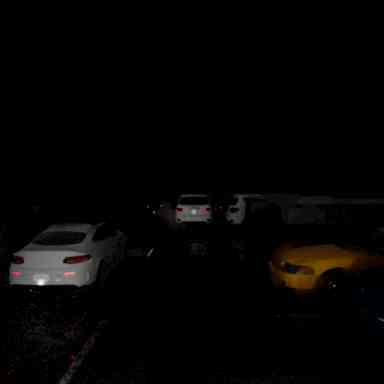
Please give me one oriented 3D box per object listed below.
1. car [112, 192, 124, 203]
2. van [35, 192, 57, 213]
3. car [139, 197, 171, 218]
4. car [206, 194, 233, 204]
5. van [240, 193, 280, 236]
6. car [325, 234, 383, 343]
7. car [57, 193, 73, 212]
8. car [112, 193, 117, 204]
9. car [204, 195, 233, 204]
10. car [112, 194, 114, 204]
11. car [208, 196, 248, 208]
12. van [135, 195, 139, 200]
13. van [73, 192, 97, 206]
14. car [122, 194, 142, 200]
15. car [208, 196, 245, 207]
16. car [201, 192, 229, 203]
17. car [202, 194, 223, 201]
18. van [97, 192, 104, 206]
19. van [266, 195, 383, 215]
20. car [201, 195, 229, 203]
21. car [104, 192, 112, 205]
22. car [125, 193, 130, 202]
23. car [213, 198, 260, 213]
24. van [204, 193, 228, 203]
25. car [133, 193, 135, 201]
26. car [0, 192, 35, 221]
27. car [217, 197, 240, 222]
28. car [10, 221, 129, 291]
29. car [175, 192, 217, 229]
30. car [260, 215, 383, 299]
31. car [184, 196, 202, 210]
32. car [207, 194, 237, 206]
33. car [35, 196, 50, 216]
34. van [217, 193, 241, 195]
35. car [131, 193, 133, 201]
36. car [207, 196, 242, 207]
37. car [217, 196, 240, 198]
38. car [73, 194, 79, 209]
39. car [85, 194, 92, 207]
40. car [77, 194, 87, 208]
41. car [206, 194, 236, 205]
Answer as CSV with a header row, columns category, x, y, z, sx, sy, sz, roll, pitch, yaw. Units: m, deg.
category,x,y,z,sx,sy,sz,roll,pitch,yaw
car,-15.493,1.080,58.640,5.566,2.045,2.435,0,0,0
van,-15.433,1.099,30.975,4.442,1.987,1.878,0,0,0
car,-2.895,1.359,28.130,2.128,1.511,4.902,0,0,0
car,4.683,1.203,57.014,4.553,1.767,2.185,0,0,0
van,4.759,1.167,15.656,4.442,1.987,1.878,0,0,0
car,4.638,1.491,4.629,4.674,1.452,2.002,0,0,0
car,-15.518,1.069,33.752,5.566,2.045,2.435,0,0,0
car,-15.521,1.365,55.921,4.674,1.452,2.002,0,0,0
car,4.657,1.333,59.771,5.008,1.535,2.097,0,0,0
car,-15.525,1.361,53.207,4.674,1.452,2.002,0,0,0
car,4.642,1.324,43.228,4.892,1.521,2.231,0,0,0
van,-15.386,1.151,78.097,4.442,1.987,1.878,0,0,0
van,-15.653,1.088,44.871,4.442,1.987,1.878,0,0,0
car,-15.465,1.387,86.441,4.792,1.488,2.163,0,0,0
car,4.643,1.322,45.985,4.892,1.521,2.231,0,0,0
car,4.682,1.098,68.044,5.566,2.045,2.435,0,0,0
car,4.624,1.237,76.319,4.553,1.767,2.185,0,0,0
van,-15.416,1.089,47.648,4.442,1.987,1.878,0,0,0
van,4.758,1.193,10.144,4.442,1.987,1.878,0,0,0
car,4.468,1.341,65.286,5.366,1.575,1.946,0,0,0
car,-15.558,1.066,50.428,5.566,2.045,2.435,0,0,0
car,-15.545,1.094,64.325,5.566,2.045,2.435,0,0,0
car,4.644,1.372,34.958,4.674,1.452,2.002,0,0,0
van,4.536,1.112,62.529,4.442,1.987,1.878,0,0,0
car,-15.539,1.242,72.661,4.553,1.767,2.185,0,0,0
car,-15.527,1.086,25.417,5.566,2.045,2.435,0,0,0
car,4.674,1.381,26.685,4.792,1.488,2.163,0,0,0
car,-2.900,1.474,8.712,1.812,1.442,4.674,0,0,0
car,0.104,1.114,20.597,2.150,2.045,5.566,0,0,0
car,4.456,1.432,7.386,5.366,1.575,1.946,0,0,0
car,0.107,1.337,41.018,2.128,1.511,4.902,0,0,0
car,4.619,1.197,51.499,4.553,1.767,2.185,0,0,0
car,-15.367,1.328,28.196,5.366,1.575,1.946,0,0,0
van,4.530,1.102,37.591,4.442,1.987,1.878,0,0,0
car,-15.505,1.359,69.757,5.008,1.535,2.097,0,0,0
car,4.643,1.323,48.743,4.892,1.521,2.231,0,0,0
car,4.639,1.345,29.444,4.892,1.521,2.231,0,0,0
car,-15.538,1.318,36.533,4.892,1.521,2.231,0,0,0
car,-15.536,1.354,41.966,4.674,1.452,2.002,0,0,0
car,-15.511,1.344,39.312,4.792,1.488,2.163,0,0,0
car,4.682,1.200,54.257,4.553,1.767,2.185,0,0,0
